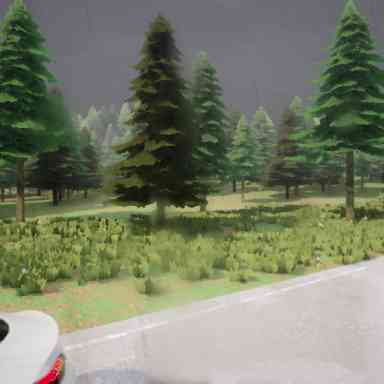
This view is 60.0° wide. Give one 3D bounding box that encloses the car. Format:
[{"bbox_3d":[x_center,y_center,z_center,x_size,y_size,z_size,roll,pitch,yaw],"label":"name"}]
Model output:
[{"bbox_3d":[-3.060,1.526,1.776,4.674,1.442,1.812,0,0,-36],"label":"car"}]
